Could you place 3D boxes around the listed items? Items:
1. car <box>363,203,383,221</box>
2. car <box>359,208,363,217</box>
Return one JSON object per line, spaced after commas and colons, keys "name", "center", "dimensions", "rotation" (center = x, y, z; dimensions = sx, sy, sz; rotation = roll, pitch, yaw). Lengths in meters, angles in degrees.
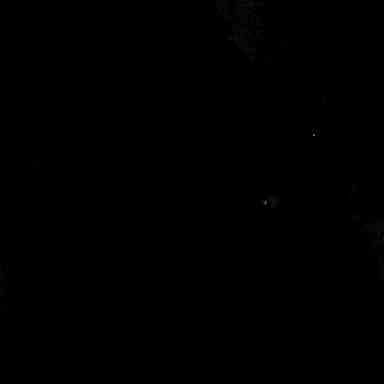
{"name": "car", "center": [15.601, 1.491, 24.197], "dimensions": [1.882, 1.535, 5.008], "rotation": [1, 0, -36]}
{"name": "car", "center": [16.563, 1.566, 27.918], "dimensions": [1.812, 1.442, 4.674], "rotation": [1, 0, -36]}
